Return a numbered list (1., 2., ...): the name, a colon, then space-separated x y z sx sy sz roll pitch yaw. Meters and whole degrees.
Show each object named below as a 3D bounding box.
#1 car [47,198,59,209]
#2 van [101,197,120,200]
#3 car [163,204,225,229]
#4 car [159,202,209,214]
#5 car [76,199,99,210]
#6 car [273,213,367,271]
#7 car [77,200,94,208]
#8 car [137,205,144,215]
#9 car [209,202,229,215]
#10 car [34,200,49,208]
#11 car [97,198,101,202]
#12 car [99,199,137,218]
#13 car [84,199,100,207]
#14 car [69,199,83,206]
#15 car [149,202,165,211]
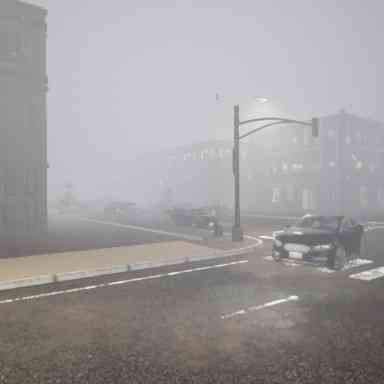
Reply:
1. car: -23.825 2.233 57.898 1.752 1.417 4.829 -1 0 -35
2. van: -13.892 1.907 58.374 1.690 1.788 3.998 -1 0 -35
3. car: 0.026 1.814 24.081 1.947 1.339 4.313 -1 0 -35
4. car: -0.727 1.881 29.841 1.895 1.301 4.718 -1 0 -35
5. car: -17.294 2.200 53.358 2.033 1.411 5.357 -1 0 -35
6. car: 4.438 1.490 11.166 2.128 1.511 4.902 1 1 39
7. car: -20.193 2.194 62.816 1.812 1.442 4.674 -1 0 -35
8. car: -7.368 1.937 39.210 1.812 1.442 4.674 -1 0 -35
9. car: 2.130 1.809 35.805 2.008 1.369 4.403 -2 0 -35
10. car: -30.331 2.376 67.066 2.008 1.369 4.403 -1 0 -35
11. car: -17.096 1.940 62.888 2.192 1.841 5.009 -1 0 -35
12. car: -7.909 1.846 35.467 1.967 1.590 4.097 -1 0 -35
13. car: -20.294 2.227 67.402 1.887 1.381 4.507 -1 0 -35
14. car: -26.701 2.364 76.431 1.947 1.339 4.313 -1 0 -35
15. car: -4.276 1.966 44.833 1.802 1.307 4.206 -2 0 -35
